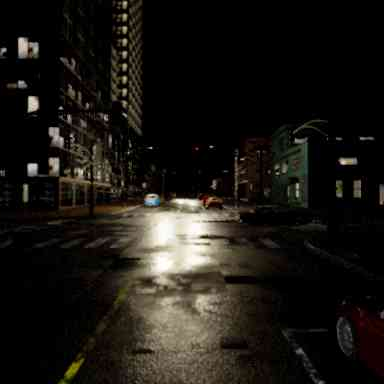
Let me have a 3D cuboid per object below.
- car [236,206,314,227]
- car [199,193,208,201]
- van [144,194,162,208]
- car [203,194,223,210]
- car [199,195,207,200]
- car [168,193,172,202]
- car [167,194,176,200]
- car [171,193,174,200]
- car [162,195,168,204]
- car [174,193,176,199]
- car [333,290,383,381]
[{"bbox_3d":[5.331,1.530,21.595,4.718,1.301,1.895,-1,0,1],"label":"car"},{"bbox_3d":[2.725,1.192,52.316,2.192,1.841,5.009,1,0,0],"label":"car"},{"bbox_3d":[-5.657,1.232,46.606,1.690,1.788,3.998,1,0,0],"label":"van"},{"bbox_3d":[2.719,1.345,40.968,1.967,1.590,4.097,1,0,0],"label":"car"},{"bbox_3d":[2.732,1.359,86.361,1.947,1.339,4.313,1,0,0],"label":"car"},{"bbox_3d":[-5.654,1.418,69.303,1.802,1.307,4.206,1,0,0],"label":"car"},{"bbox_3d":[-5.646,1.330,91.998,2.008,1.369,4.403,1,0,0],"label":"car"},{"bbox_3d":[-5.652,1.388,74.977,1.947,1.339,4.313,1,0,0],"label":"car"},{"bbox_3d":[-5.657,1.389,57.785,1.752,1.417,4.829,1,0,0],"label":"car"},{"bbox_3d":[-5.650,1.373,80.650,1.947,1.339,4.313,1,0,0],"label":"car"},{"bbox_3d":[2.828,1.576,3.006,1.802,1.307,4.206,1,0,0],"label":"car"}]
